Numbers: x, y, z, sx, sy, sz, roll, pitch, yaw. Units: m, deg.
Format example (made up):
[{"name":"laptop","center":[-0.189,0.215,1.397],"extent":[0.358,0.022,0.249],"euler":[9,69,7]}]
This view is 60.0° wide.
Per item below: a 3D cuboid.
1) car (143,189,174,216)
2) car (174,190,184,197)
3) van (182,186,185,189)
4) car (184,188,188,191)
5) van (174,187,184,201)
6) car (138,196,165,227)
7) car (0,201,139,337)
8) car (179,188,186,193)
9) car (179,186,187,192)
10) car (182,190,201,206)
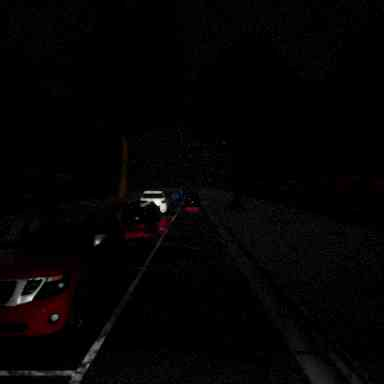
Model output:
[{"name":"car","center":[-2.968,0.882,27.717],"extent":[2.150,2.045,5.566],"euler":[0,1,0]},{"name":"car","center":[-2.596,0.239,67.712],"extent":[1.947,1.339,4.313],"euler":[1,2,0]},{"name":"van","center":[-2.597,0.190,62.162],"extent":[1.690,1.788,3.998],"euler":[1,2,0]},{"name":"car","center":[0.057,0.521,56.429],"extent":[1.837,1.490,4.892],"euler":[0,1,1]},{"name":"van","center":[-2.607,0.503,51.076],"extent":[1.690,1.788,3.998],"euler":[0,1,0]},{"name":"car","center":[-3.005,1.246,20.693],"extent":[1.882,1.535,5.008],"euler":[0,1,0]},{"name":"car","center":[-2.645,1.266,6.721],"extent":[2.192,1.841,5.009],"euler":[-1,0,0]},{"name":"car","center":[-2.585,-0.472,89.858],"extent":[1.802,1.307,4.206],"euler":[1,2,0]},{"name":"car","center":[-2.582,-0.784,95.390],"extent":[1.967,1.590,4.097],"euler":[1,2,0]},{"name":"car","center":[0.063,0.896,41.488],"extent":[1.837,1.490,4.892],"euler":[0,1,1]}]
